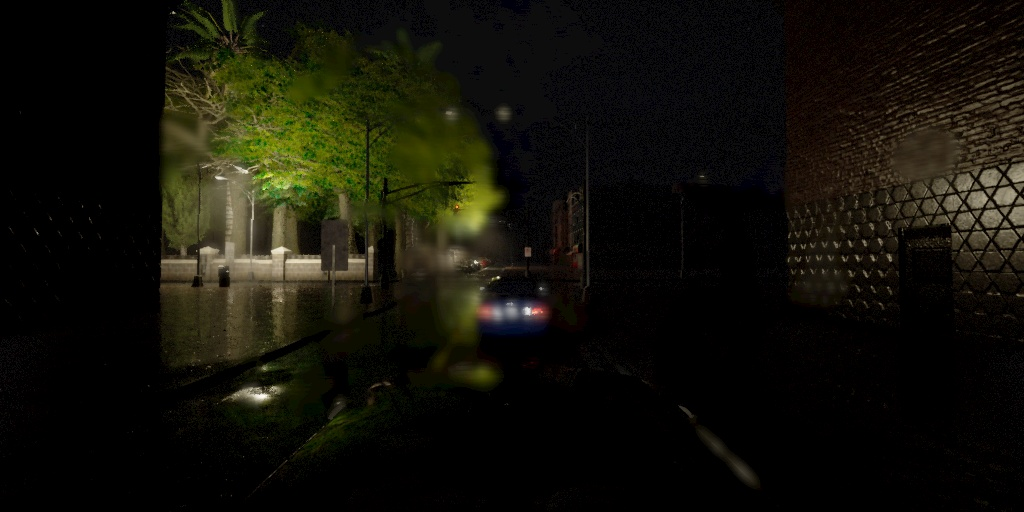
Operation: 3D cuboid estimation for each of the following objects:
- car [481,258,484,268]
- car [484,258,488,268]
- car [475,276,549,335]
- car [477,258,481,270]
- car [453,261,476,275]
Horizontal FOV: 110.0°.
[{"bbox_3d":[-5.560,1.371,52.441,1.948,1.339,4.313,0,0,0],"label":"car"},{"bbox_3d":[-5.639,1.417,63.340,1.802,1.307,4.207,0,0,0],"label":"car"},{"bbox_3d":[0.026,1.301,10.532,2.033,1.411,5.357,0,0,1],"label":"car"},{"bbox_3d":[-5.521,1.345,46.991,2.007,1.370,4.403,0,0,0],"label":"car"},{"bbox_3d":[-5.496,1.333,39.855,2.007,1.370,4.403,0,0,0],"label":"car"}]
